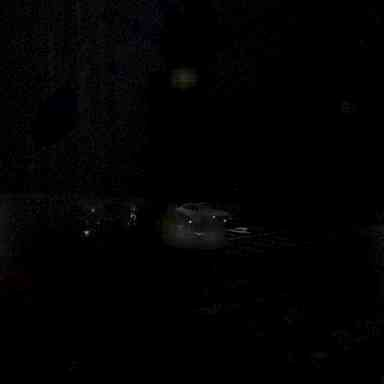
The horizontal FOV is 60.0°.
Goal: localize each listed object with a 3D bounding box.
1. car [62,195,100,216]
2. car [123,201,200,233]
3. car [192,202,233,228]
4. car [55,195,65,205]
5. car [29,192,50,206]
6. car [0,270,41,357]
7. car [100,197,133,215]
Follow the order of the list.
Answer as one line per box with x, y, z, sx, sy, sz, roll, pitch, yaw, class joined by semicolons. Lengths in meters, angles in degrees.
-10.021;1.315;30.892;2.128;1.511;4.902;-1;1;-36;car
-1.978;1.484;19.747;2.033;1.411;5.357;-1;1;-32;car
0.609;1.414;21.709;1.812;1.442;4.674;-1;1;-36;car
-18.287;1.174;48.089;2.033;1.411;5.357;-1;1;-35;car
-21.408;1.145;46.874;1.882;1.535;5.008;-1;1;-35;car
-4.152;1.545;3.690;4.507;1.381;1.887;0;-1;-36;car
-6.586;1.279;31.676;2.128;1.511;4.902;-1;1;-36;car
